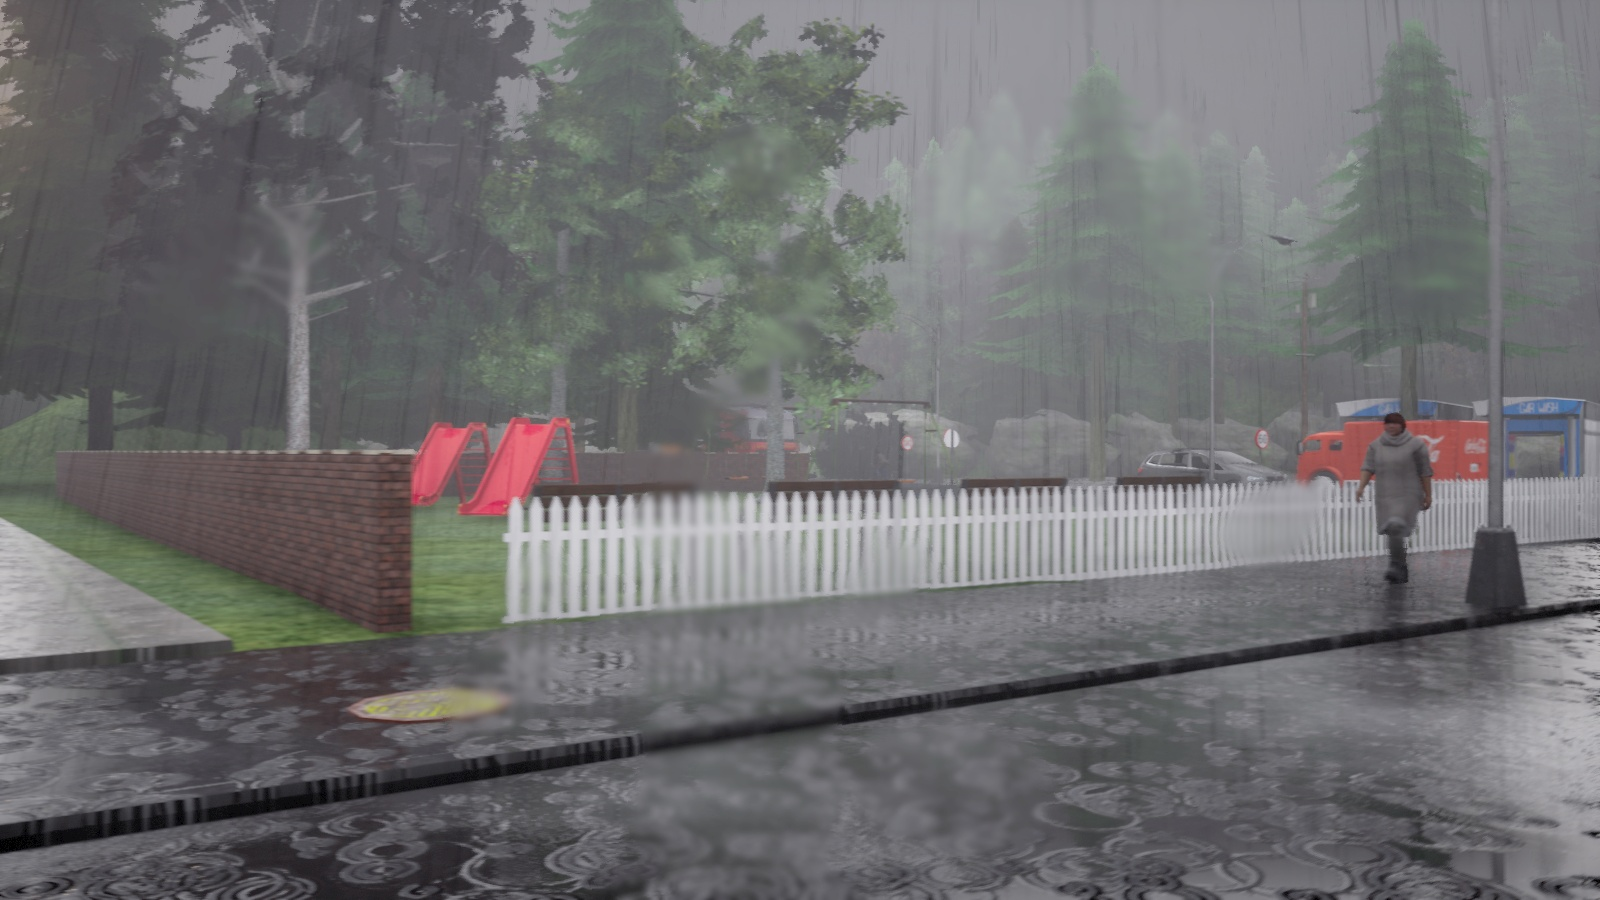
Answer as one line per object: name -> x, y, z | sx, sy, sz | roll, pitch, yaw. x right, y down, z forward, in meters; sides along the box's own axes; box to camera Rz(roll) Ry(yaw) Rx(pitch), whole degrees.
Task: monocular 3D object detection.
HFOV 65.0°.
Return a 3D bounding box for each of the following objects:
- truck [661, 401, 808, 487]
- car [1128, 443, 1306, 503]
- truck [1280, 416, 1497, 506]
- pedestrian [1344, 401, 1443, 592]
truck -> -3.272, -0.268, 59.806 | 2.891, 3.827, 8.468 | 0, 0, -35
car -> 12.351, 0.655, 37.453 | 2.242, 1.667, 4.611 | 0, 0, -35
truck -> 17.354, 0.313, 37.285 | 2.627, 2.467, 5.204 | 0, 0, -35
pedestrian -> 6.325, 0.474, 13.376 | 0.873, 1.952, 0.659 | 0, 0, -42
